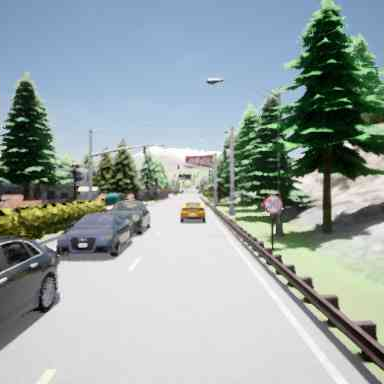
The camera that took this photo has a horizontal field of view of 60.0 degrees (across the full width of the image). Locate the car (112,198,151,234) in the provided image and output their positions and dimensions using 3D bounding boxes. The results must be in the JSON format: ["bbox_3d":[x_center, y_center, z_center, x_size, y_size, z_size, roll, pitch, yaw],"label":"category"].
[{"bbox_3d":[-3.554,1.272,18.383,2.097,1.767,4.553,0,0,1],"label":"car"}]

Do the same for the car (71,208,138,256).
[{"bbox_3d":[-3.502,1.509,12.671,1.994,1.385,4.181,0,0,0],"label":"car"}]

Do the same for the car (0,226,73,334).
[{"bbox_3d":[-3.591,1.485,4.835,1.837,1.490,4.892,0,0,0],"label":"car"}]

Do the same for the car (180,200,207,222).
[{"bbox_3d":[0.080,1.368,25.187,1.882,1.535,5.008,0,0,0],"label":"car"}]
